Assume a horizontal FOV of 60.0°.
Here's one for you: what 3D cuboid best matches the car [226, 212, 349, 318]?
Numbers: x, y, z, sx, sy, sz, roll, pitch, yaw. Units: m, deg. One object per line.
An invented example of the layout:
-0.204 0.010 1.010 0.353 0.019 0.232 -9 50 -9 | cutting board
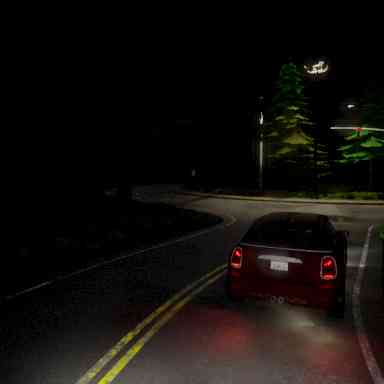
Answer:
2.411 1.238 7.660 2.097 1.767 4.553 2 2 25 | car
